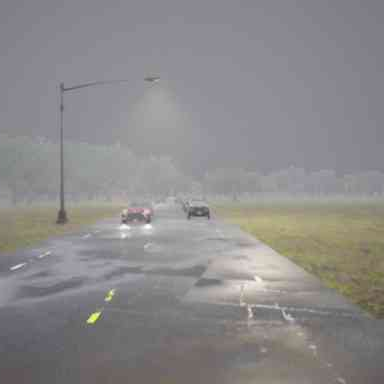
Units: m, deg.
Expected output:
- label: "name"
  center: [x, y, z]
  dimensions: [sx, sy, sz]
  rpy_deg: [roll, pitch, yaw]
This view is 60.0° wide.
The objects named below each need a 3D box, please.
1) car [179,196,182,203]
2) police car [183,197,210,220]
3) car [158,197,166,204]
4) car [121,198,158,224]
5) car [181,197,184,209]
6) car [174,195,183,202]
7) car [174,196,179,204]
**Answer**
- label: "car"
  center: [-0.290, 1.418, 44.972]
  dimensions: [2.097, 1.767, 4.553]
  rpy_deg: [0, 0, -3]
- label: "police car"
  center: [0.492, 1.463, 29.074]
  dimensions: [1.930, 1.638, 5.238]
  rpy_deg: [0, 0, -2]
- label: "car"
  center: [-6.048, 1.659, 65.465]
  dimensions: [1.994, 1.385, 4.181]
  rpy_deg: [0, 0, -3]
- label: "car"
  center: [-4.037, 1.393, 25.479]
  dimensions: [2.097, 1.767, 4.553]
  rpy_deg: [0, 0, -2]
- label: "car"
  center: [0.045, 1.534, 38.992]
  dimensions: [1.882, 1.535, 5.008]
  rpy_deg: [0, 0, -3]
- label: "car"
  center: [-3.366, 1.591, 80.251]
  dimensions: [2.128, 1.511, 4.902]
  rpy_deg: [0, 0, -3]
- label: "car"
  center: [-2.397, 1.611, 64.276]
  dimensions: [2.128, 1.511, 4.902]
  rpy_deg: [0, 0, -3]
